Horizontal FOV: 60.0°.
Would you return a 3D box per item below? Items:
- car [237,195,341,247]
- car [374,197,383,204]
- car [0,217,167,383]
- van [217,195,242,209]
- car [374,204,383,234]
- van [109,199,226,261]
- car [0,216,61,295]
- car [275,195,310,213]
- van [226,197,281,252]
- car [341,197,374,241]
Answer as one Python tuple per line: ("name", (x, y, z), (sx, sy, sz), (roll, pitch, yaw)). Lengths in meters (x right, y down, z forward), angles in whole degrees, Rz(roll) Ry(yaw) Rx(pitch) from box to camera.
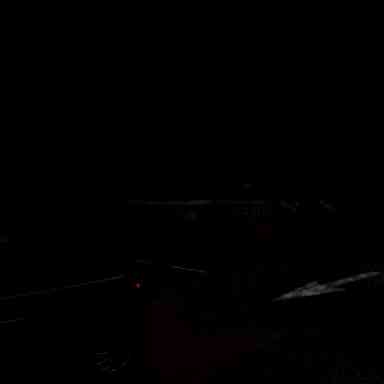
("car", (3.687, 1.296, 15.710), (5.566, 2.045, 2.435), (-1, -1, 34))
("car", (10.853, 1.341, 20.891), (5.566, 2.045, 2.435), (-1, -1, 35))
("car", (-2.820, 1.351, 3.825), (4.553, 1.767, 2.097), (0, 0, -36))
("van", (5.803, 1.441, 51.275), (1.878, 1.987, 4.442), (0, 1, 36))
("car", (8.503, 1.606, 19.160), (4.792, 1.488, 2.163), (-1, -1, 34))
("van", (-1.251, 1.294, 12.339), (4.442, 1.987, 1.878), (-1, -1, 34))
("car", (-5.958, 1.490, 8.832), (4.892, 1.521, 2.231), (-1, -1, 34))
("car", (12.613, 1.409, 41.404), (2.435, 2.045, 5.566), (0, 0, 36))
("van", (1.156, 1.309, 14.060), (4.442, 1.987, 1.878), (-1, -1, 34))
("car", (6.094, 1.311, 17.430), (5.566, 2.045, 2.435), (-1, -1, 34))
